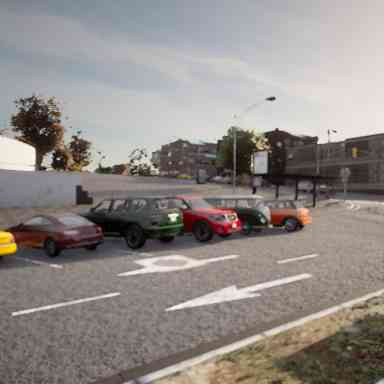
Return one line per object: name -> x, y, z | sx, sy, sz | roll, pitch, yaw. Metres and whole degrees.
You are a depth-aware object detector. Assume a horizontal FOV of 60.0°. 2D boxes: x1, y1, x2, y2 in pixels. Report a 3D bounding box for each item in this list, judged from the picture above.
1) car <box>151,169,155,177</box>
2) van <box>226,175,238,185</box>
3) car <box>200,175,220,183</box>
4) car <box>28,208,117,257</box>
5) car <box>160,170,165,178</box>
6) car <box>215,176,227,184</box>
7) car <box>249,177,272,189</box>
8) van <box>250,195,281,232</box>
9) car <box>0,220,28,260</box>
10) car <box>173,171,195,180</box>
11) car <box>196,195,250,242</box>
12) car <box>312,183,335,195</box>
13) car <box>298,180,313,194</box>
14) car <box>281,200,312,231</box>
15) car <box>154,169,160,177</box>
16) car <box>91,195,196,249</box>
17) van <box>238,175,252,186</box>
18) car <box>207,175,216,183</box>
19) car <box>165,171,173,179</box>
car -> -8.488, -4.787, 87.288 | 2.435, 2.045, 5.566 | 1, -1, 34
van -> 8.961, -2.186, 62.756 | 1.878, 1.987, 4.442 | 7, 4, 35
car -> 3.800, -2.741, 70.261 | 2.002, 1.452, 4.674 | 6, 4, 35
car -> -5.341, 1.508, 12.691 | 4.674, 1.452, 2.002 | -1, 0, 35
car -> -4.977, -4.275, 82.478 | 2.185, 1.767, 4.553 | 6, 3, 34
car -> 7.383, -2.237, 65.485 | 1.946, 1.575, 5.366 | 6, 4, 35
car -> 12.461, -1.414, 57.931 | 2.231, 1.521, 4.892 | 6, 3, 35
van -> 2.130, 1.172, 17.831 | 4.442, 1.987, 1.878 | -1, -1, 35
car -> -7.946, 1.490, 11.060 | 5.366, 1.575, 1.946 | -1, 0, 35
car -> -1.321, -3.603, 77.760 | 1.946, 1.575, 5.366 | 6, 3, 34
car -> -0.407, 1.170, 16.158 | 5.566, 2.045, 2.435 | -1, -1, 35
car -> 19.383, -0.283, 48.088 | 2.002, 1.452, 4.674 | 6, 4, 35
car -> 17.685, -0.846, 50.555 | 2.435, 2.045, 5.566 | 6, 4, 35
car -> 4.537, 1.251, 19.584 | 4.553, 1.767, 2.185 | -1, 0, 35
car -> -6.712, -4.511, 84.944 | 2.185, 1.767, 4.553 | 4, 1, 33
car -> -2.918, 1.194, 14.450 | 5.566, 2.045, 2.435 | -1, 0, 35
van -> 10.695, -1.912, 60.289 | 1.878, 1.987, 4.442 | 7, 4, 35
car -> 5.547, -2.467, 67.802 | 2.002, 1.452, 4.674 | 7, 4, 35
car -> -3.179, -4.124, 80.015 | 2.435, 2.045, 5.566 | 7, 4, 34
